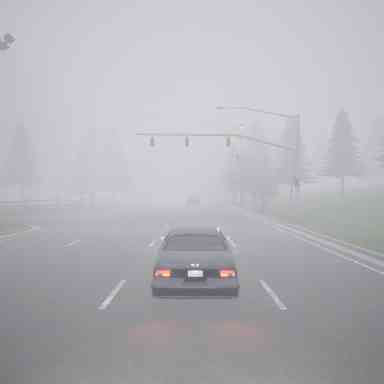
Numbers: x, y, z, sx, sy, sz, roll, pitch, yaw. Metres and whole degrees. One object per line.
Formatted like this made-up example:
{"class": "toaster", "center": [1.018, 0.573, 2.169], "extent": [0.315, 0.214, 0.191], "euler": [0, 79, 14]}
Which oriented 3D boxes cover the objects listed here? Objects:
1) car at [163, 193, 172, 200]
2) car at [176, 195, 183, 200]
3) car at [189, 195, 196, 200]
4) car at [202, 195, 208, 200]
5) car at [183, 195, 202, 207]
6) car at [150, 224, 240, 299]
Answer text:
{"class": "car", "center": [-6.856, 1.225, 94.189], "extent": [2.150, 2.045, 5.566], "euler": [0, 0, 0]}
{"class": "car", "center": [-3.356, 1.524, 94.154], "extent": [1.812, 1.442, 4.674], "euler": [0, 0, 0]}
{"class": "car", "center": [0.144, 1.540, 94.148], "extent": [2.033, 1.411, 5.357], "euler": [0, 0, 0]}
{"class": "car", "center": [3.644, 1.500, 94.143], "extent": [1.837, 1.490, 4.892], "euler": [0, 0, 0]}
{"class": "car", "center": [0.078, 1.352, 52.672], "extent": [2.097, 1.767, 4.553], "euler": [0, 0, 0]}
{"class": "car", "center": [0.079, 1.547, 8.633], "extent": [2.033, 1.411, 5.357], "euler": [0, 0, 1]}
